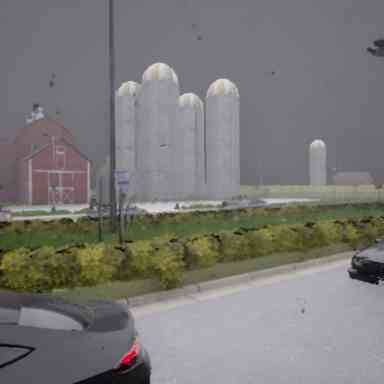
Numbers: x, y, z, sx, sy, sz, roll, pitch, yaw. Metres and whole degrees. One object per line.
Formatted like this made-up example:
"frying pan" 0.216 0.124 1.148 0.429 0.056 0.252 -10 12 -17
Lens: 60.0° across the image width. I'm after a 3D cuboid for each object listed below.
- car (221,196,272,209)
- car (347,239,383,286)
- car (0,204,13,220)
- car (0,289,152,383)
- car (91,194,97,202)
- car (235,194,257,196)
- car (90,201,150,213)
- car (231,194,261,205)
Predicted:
"car" 4.911 1.349 28.737 4.892 1.490 1.837 0 0 -35
"car" 6.137 1.474 8.358 5.357 1.411 2.033 -1 0 -36
"car" -12.973 1.505 21.809 1.784 1.438 3.905 -1 0 -36
"car" -2.516 1.532 2.197 4.674 1.442 1.812 -1 0 -36
"car" -10.891 1.204 39.895 1.905 1.878 3.866 -1 0 -36
"car" 5.133 1.124 35.129 1.932 1.855 4.605 -1 0 -36
"car" -4.815 1.498 21.744 4.181 1.385 1.994 -1 0 -36
"car" 8.721 1.188 54.083 2.242 1.667 4.611 -1 0 -36
